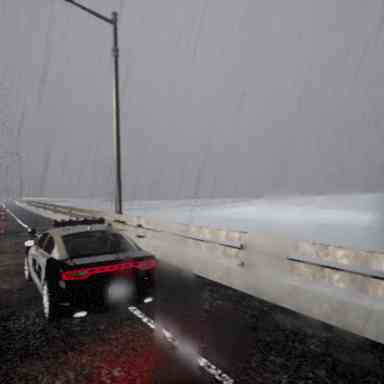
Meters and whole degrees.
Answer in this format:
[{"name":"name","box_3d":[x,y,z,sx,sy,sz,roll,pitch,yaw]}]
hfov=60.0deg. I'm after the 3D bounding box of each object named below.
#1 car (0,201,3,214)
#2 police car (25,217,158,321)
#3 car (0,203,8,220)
[{"name":"car","box_3d":[-23.212,1.773,38.804,1.994,1.385,4.181,-1,0,-30]},{"name":"police car","box_3d":[-2.587,1.418,7.598,1.930,1.638,5.238,-1,0,-32]},{"name":"car","box_3d":[-17.079,1.744,28.763,1.895,1.301,4.718,-1,0,-31]}]
